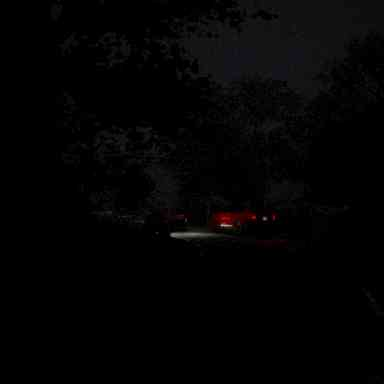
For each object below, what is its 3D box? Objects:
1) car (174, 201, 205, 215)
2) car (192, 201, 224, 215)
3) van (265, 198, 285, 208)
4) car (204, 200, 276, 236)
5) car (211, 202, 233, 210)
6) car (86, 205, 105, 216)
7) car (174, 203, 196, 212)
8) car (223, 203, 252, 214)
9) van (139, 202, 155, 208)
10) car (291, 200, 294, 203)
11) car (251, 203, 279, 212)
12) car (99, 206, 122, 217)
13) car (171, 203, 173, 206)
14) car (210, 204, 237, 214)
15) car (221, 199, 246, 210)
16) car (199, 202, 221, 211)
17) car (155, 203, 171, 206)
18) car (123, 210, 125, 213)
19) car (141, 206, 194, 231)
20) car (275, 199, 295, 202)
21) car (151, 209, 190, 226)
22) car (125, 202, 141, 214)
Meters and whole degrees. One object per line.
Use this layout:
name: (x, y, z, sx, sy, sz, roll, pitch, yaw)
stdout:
car: (-0.023, 2.443, 49.892, 2.435, 2.045, 5.566, -1, -1, -27)
car: (2.339, 2.410, 51.119, 2.435, 2.045, 5.566, -1, -1, -27)
van: (18.473, 2.445, 74.318, 1.878, 1.987, 4.442, -1, -1, -27)
car: (3.196, 1.742, 21.966, 2.150, 2.045, 5.566, 3, -3, -24)
car: (6.081, 2.798, 67.761, 2.231, 1.521, 4.892, -1, -1, -27)
car: (-16.304, 3.093, 56.144, 2.097, 1.535, 5.008, -1, -1, -27)
car: (-1.379, 2.885, 63.890, 2.097, 1.535, 5.008, -1, -1, -27)
car: (7.297, 2.598, 53.660, 2.097, 1.535, 5.008, -1, -1, -27)
van: (-8.896, 2.765, 60.119, 1.878, 1.987, 4.442, -1, -1, -27)
car: (14.702, 2.545, 57.529, 2.163, 1.488, 4.792, -1, -1, -27)
car: (12.257, 2.569, 56.194, 2.163, 1.488, 4.792, -1, -1, -27)
car: (-13.210, 2.989, 48.625, 4.674, 1.442, 1.812, -1, -1, -27)
car: (-3.777, 2.912, 62.431, 1.946, 1.575, 5.366, -1, -1, -27)
car: (4.938, 2.666, 52.431, 2.002, 1.452, 4.674, -1, -1, -27)
car: (8.584, 2.520, 69.028, 2.435, 2.045, 5.566, -1, -1, -27)
car: (3.587, 2.855, 66.494, 2.163, 1.488, 4.792, -1, -1, -27)
car: (-6.336, 2.983, 61.278, 2.163, 1.488, 4.792, -1, -1, -27)
car: (-13.827, 3.088, 57.456, 2.163, 1.488, 4.792, -1, -1, -27)
car: (-2.010, 2.040, 25.145, 1.882, 1.535, 5.008, 3, -4, -26)
car: (17.185, 2.489, 58.791, 2.097, 1.535, 5.008, -1, -1, -27)
car: (-2.244, 2.482, 33.096, 2.128, 1.511, 4.902, 3, -3, -26)
car: (-11.339, 3.053, 58.747, 2.163, 1.488, 4.792, -1, -1, -27)
